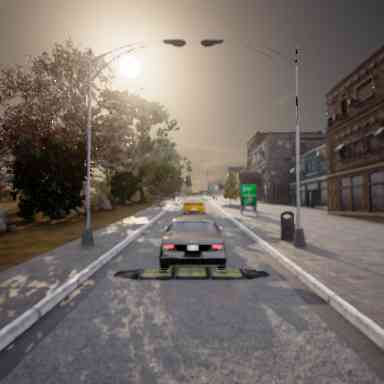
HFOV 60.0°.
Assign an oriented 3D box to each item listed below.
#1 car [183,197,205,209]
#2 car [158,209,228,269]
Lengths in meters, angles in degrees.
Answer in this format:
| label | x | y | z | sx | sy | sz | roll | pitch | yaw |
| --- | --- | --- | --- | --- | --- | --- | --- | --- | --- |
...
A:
| label | x | y | z | sx | sy | sz | roll | pitch | yaw |
| --- | --- | --- | --- | --- | --- | --- | --- | --- | --- |
| car | 0.190 | 1.203 | 30.196 | 1.882 | 1.535 | 5.008 | 0 | 1 | 1 |
| car | 0.042 | 1.435 | 10.467 | 2.033 | 1.411 | 5.357 | 0 | -1 | 0 |
